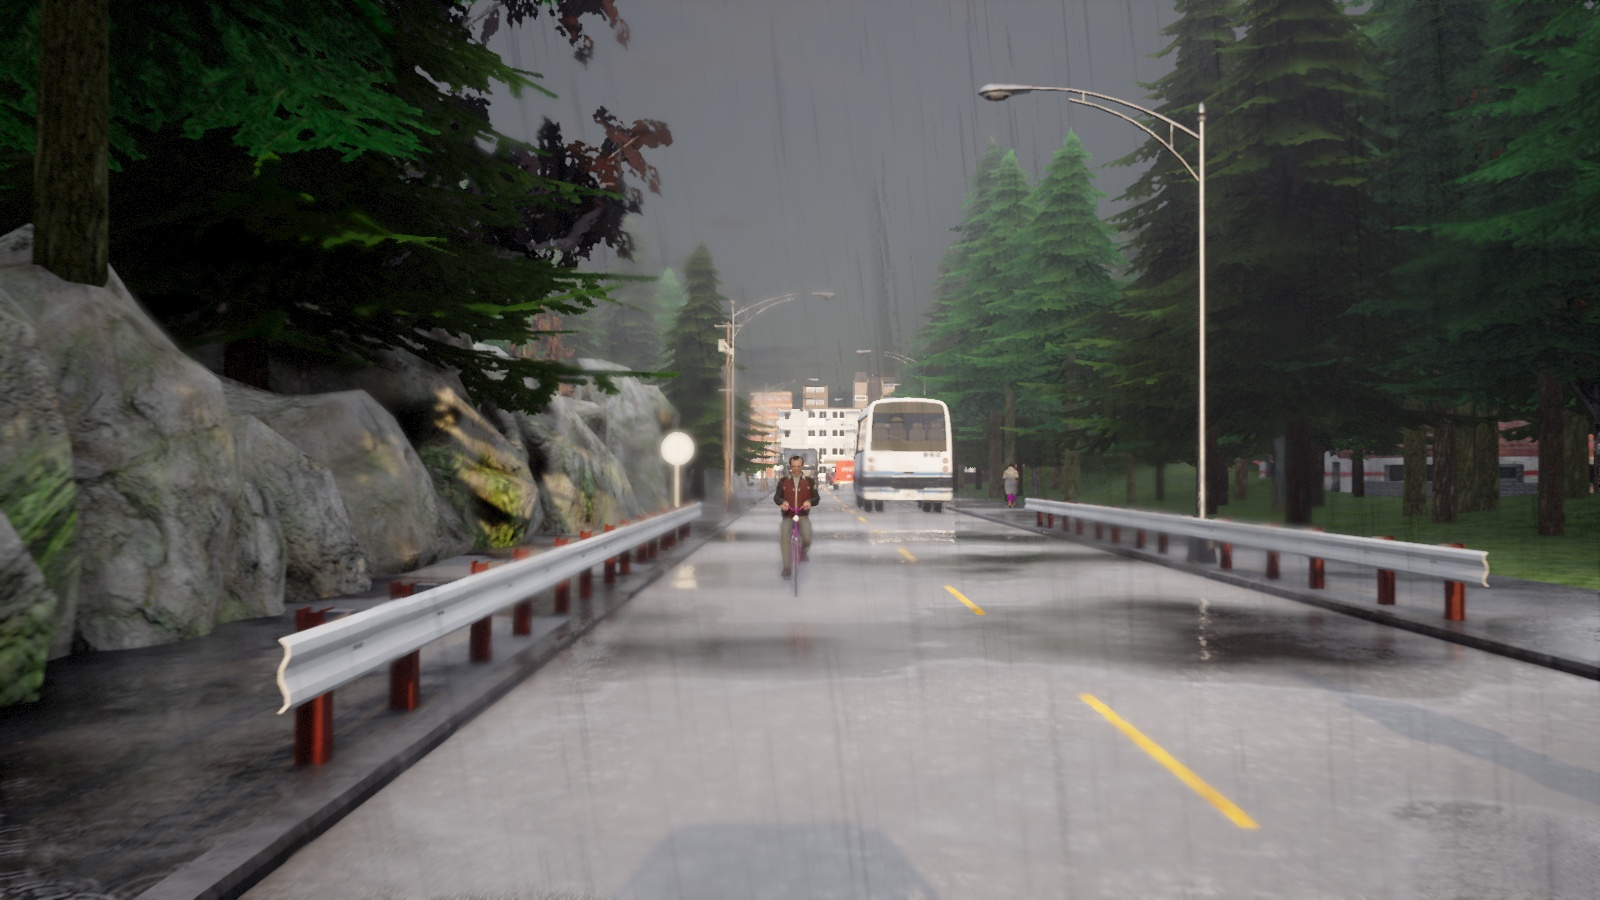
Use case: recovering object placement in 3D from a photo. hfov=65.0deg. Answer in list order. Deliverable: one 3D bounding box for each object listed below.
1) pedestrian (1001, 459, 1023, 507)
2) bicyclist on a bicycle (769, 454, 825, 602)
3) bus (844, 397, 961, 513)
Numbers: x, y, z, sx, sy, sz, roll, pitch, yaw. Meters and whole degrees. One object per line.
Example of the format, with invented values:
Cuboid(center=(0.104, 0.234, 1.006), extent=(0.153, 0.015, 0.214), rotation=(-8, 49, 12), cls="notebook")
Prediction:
Cuboid(center=(8.786, 1.360, 52.041), extent=(0.659, 1.952, 0.873), rotation=(-1, -1, 25), cls="pedestrian")
Cuboid(center=(-0.040, 0.953, 16.020), extent=(0.659, 1.776, 1.843), rotation=(0, -1, 0), cls="bicyclist on a bicycle")
Cuboid(center=(3.966, 0.282, 51.379), extent=(3.944, 4.253, 10.273), rotation=(0, -1, 0), cls="bus")
